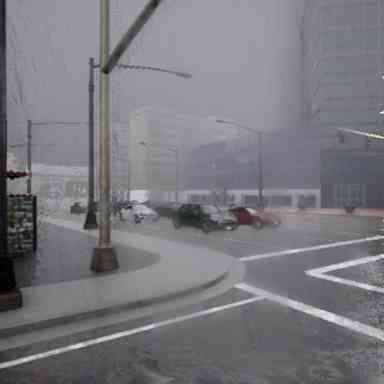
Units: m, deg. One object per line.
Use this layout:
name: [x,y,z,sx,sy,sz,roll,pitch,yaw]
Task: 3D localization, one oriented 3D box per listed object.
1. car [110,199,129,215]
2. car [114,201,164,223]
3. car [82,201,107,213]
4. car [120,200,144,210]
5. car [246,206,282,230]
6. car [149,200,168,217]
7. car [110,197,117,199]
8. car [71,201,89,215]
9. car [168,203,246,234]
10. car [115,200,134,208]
car: [-7.594,1.879,37.976,1.837,1.490,4.892,0,-1,-36]
car: [-4.488,1.750,27.696,1.812,1.442,4.674,0,-1,-36]
car: [-13.670,2.031,46.440,1.837,1.490,4.892,0,-1,-35]
car: [-9.587,2.102,52.984,1.812,1.442,4.674,0,-1,-36]
car: [3.806,1.648,22.224,1.812,1.442,4.674,0,-1,-36]
car: [-1.627,1.719,29.735,2.128,1.511,4.902,0,-1,-36]
car: [-15.450,1.944,61.082,2.150,2.045,5.566,0,-1,-36]
car: [-13.021,1.961,39.516,1.812,1.442,4.674,0,-1,-36]
car: [0.766,1.471,20.454,2.097,1.767,4.553,0,-1,-36]
car: [-12.879,2.258,63.497,1.812,1.442,4.674,0,-1,-36]
